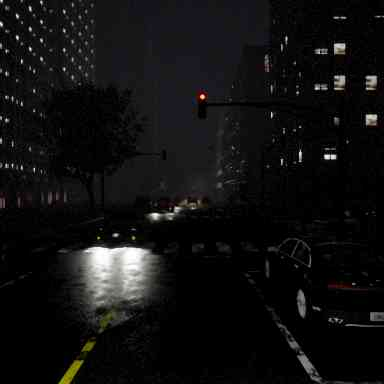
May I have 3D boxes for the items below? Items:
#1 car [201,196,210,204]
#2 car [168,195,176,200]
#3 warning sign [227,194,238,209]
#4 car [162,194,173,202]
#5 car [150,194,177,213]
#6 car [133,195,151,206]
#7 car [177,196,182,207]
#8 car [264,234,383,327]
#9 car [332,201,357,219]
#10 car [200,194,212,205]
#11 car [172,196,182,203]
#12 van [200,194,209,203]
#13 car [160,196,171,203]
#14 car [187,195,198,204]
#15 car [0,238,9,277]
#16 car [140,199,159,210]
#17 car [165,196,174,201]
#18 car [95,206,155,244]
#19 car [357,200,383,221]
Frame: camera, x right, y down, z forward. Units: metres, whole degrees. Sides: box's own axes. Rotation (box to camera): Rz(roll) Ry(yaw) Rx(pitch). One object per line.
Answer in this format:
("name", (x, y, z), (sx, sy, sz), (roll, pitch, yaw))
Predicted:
("car", (2.666, 1.578, 67.122), (1.752, 1.417, 4.829), (0, 0, 0))
("car", (-5.724, 1.654, 94.564), (2.008, 1.369, 4.403), (0, 0, 0))
("warning sign", (5.055, 1.139, 41.464), (1.300, 1.860, 1.060), (0, 0, 0))
("car", (-5.719, 1.386, 77.995), (2.192, 1.841, 5.009), (0, 0, 0))
("car", (-3.113, 1.372, 37.572), (2.097, 1.767, 4.553), (0, 0, 0))
("car", (-5.706, 1.336, 39.335), (2.192, 1.841, 5.009), (0, 0, 0))
("car", (-3.110, 1.636, 53.152), (1.895, 1.301, 4.718), (0, 0, 0))
("car", (2.686, 1.551, 6.950), (2.008, 1.369, 4.403), (0, 0, 0))
("car", (13.416, 1.350, 26.359), (4.403, 1.369, 2.008), (-1, 1, -1))
("car", (2.668, 1.611, 61.429), (1.947, 1.339, 4.313), (0, 0, 0))
("car", (-3.028, 1.580, 68.662), (1.812, 1.442, 4.674), (0, 0, 0))
("van", (2.664, 1.402, 72.475), (1.690, 1.788, 3.998), (0, 0, 0))
("car", (-5.716, 1.627, 72.473), (1.947, 1.339, 4.313), (0, 0, 0))
("car", (0.080, 1.648, 63.280), (1.895, 1.301, 4.718), (0, 0, 0))
("car", (-5.694, 1.545, 6.947), (1.887, 1.381, 4.507), (0, 0, 0))
("car", (-5.707, 1.592, 44.858), (1.947, 1.339, 4.313), (0, 0, 0))
("car", (-5.720, 1.632, 83.518), (2.008, 1.369, 4.403), (0, 0, 0))
("car", (-3.105, 1.567, 15.578), (1.994, 1.385, 4.181), (0, 0, 0))
("car", (14.931, 1.283, 23.796), (4.892, 1.490, 1.837), (-1, 0, -1))
